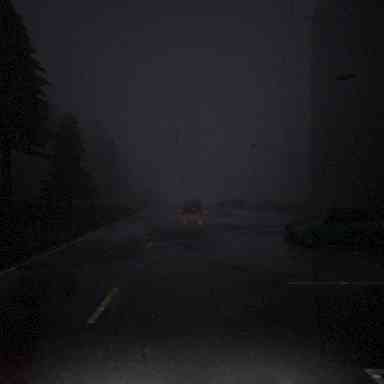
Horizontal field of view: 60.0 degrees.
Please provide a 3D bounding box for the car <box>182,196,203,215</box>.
[{"bbox_3d":[0.066,1.478,33.545,1.882,1.535,5.008,0,0,0],"label":"car"}]

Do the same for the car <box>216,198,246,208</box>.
[{"bbox_3d":[5.511,1.550,47.234,4.181,1.381,1.994,0,0,-1],"label":"car"}]

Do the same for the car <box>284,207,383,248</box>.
[{"bbox_3d":[6.029,1.483,14.226,3.988,1.617,1.851,0,0,-1],"label":"car"}]
